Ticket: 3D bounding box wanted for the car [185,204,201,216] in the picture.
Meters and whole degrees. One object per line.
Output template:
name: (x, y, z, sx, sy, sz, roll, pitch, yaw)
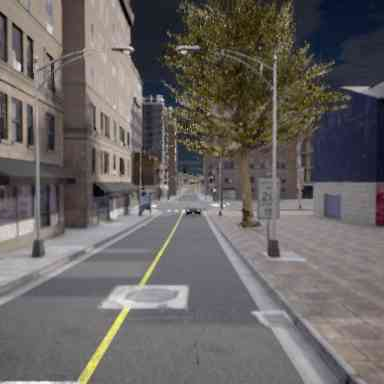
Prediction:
car: (0.178, 2.140, 40.219, 1.895, 1.301, 4.718, 0, 0, 1)
